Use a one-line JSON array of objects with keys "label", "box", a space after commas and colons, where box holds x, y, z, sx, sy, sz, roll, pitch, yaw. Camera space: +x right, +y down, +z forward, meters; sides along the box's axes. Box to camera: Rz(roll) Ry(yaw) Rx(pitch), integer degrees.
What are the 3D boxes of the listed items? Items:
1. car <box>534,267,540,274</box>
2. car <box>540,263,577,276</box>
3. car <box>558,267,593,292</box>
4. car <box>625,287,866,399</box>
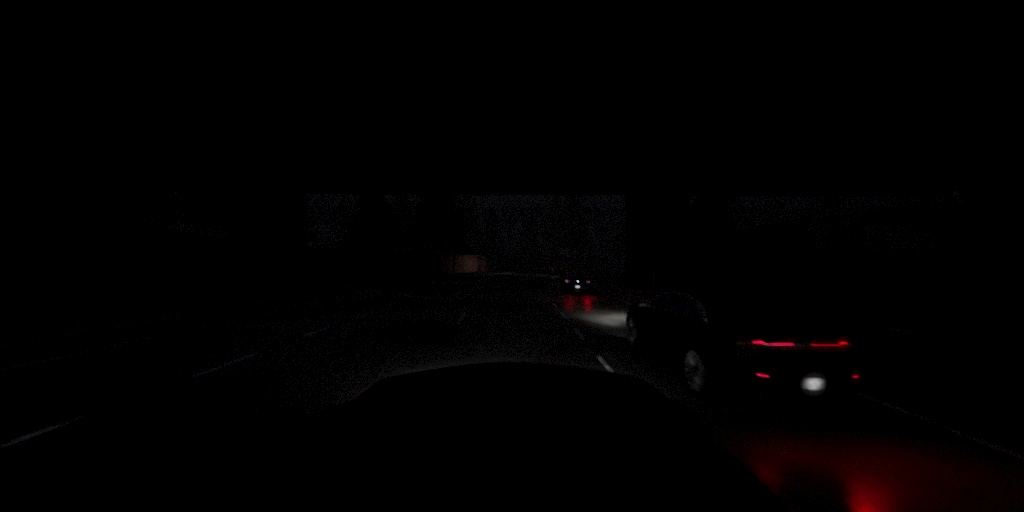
[{"label": "car", "box": [5.393, 1.837, 50.306, 4.718, 1.301, 1.895, 1, -1, -34]}, {"label": "car", "box": [6.429, 1.691, 46.427, 5.008, 1.535, 1.882, 1, -1, -37]}, {"label": "car", "box": [4.208, 1.591, 23.843, 1.895, 1.301, 4.718, 1, 0, 6]}, {"label": "car", "box": [3.599, 1.323, 6.663, 2.128, 1.511, 4.902, 1, -1, 1]}]
